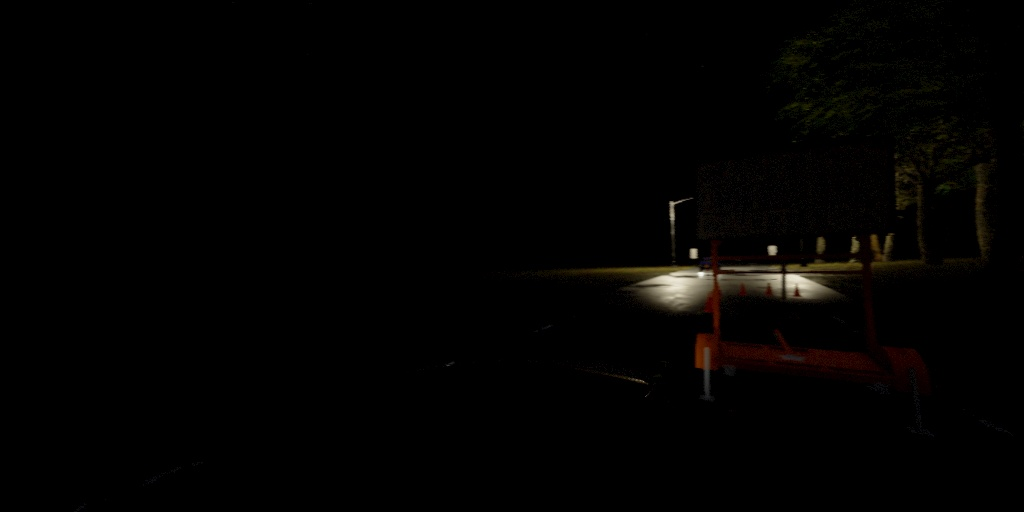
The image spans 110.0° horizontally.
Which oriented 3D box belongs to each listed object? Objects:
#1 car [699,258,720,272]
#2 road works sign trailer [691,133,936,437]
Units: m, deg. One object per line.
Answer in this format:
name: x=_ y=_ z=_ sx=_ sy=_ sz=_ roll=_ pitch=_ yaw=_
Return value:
car: x=22.474 y=0.947 z=40.755 sx=1.882 sy=1.535 sz=5.008 roll=-2 pitch=-1 yaw=32
road works sign trailer: x=4.232 y=0.125 z=5.528 sx=2.380 sy=3.560 sz=2.880 roll=0 pitch=0 yaw=31
